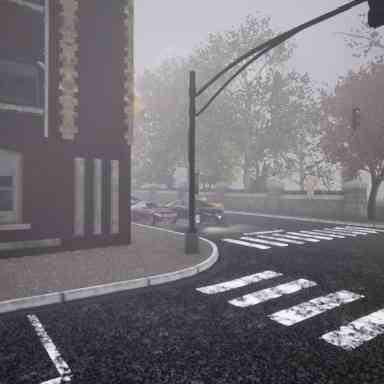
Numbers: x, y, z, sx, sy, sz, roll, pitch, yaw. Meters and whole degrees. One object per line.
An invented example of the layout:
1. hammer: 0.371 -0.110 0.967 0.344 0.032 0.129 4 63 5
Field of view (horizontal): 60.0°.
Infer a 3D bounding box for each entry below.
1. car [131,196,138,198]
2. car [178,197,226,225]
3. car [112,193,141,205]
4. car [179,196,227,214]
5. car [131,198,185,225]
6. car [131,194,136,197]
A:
1. car: -5.779 1.158 25.485 1.802 1.307 4.206 2 0 -36
2. car: 0.131 1.206 21.663 1.837 1.490 4.892 0 1 -39
3. car: -8.714 0.863 43.853 2.008 1.369 4.403 1 0 -36
4. car: 0.917 1.128 30.527 1.752 1.417 4.829 1 0 -36
5. car: -2.536 1.256 20.998 1.802 1.307 4.206 2 0 -36
6. car: -5.721 1.028 29.810 1.837 1.490 4.892 0 1 -36
